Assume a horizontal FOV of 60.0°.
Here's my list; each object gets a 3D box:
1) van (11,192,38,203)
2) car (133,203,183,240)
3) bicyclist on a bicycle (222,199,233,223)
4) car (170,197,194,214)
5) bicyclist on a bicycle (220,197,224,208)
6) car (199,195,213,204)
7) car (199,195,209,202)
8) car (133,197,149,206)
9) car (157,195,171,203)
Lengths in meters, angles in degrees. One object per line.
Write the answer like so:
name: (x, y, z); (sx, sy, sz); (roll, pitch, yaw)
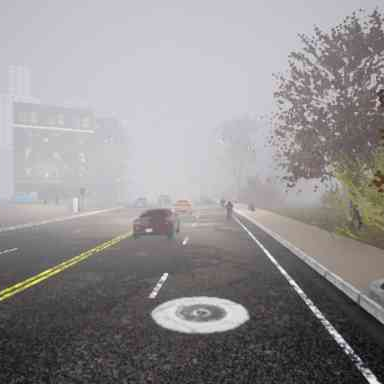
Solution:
van: (-28.221, 0.884, 56.318); (3.998, 1.788, 1.690); (1, -1, -28)
car: (-1.735, 1.522, 16.955); (1.812, 1.442, 4.674); (0, 0, 4)
bicyclist on a bicycle: (2.719, 1.446, 24.212); (0.582, 1.620, 1.656); (0, 0, 3)
car: (-0.873, 1.467, 34.979); (1.882, 1.535, 5.008); (0, 0, 2)
bicyclist on a bicycle: (3.147, 1.359, 34.114); (0.659, 1.776, 1.843); (0, 0, 2)
car: (2.798, 1.517, 60.739); (2.033, 1.411, 5.357); (0, 0, 0)
car: (2.561, 1.435, 74.133); (1.882, 1.535, 5.008); (0, 0, -2)
car: (-7.140, 1.519, 47.380); (1.812, 1.442, 4.674); (0, 0, -2)
car: (-3.877, 1.115, 47.491); (1.882, 1.535, 5.008); (0, 0, 1)
